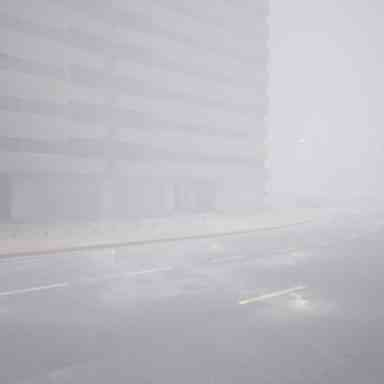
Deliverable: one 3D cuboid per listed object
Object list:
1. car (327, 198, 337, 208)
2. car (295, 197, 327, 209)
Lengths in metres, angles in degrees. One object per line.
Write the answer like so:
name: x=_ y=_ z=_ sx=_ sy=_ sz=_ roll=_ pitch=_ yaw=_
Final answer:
car: x=18.964 y=1.504 z=48.417 sx=1.837 sy=1.490 sz=4.892 roll=0 pitch=-1 yaw=-12
car: x=15.904 y=1.475 z=45.547 sx=1.882 sy=1.535 sz=5.008 roll=0 pitch=0 yaw=-8
